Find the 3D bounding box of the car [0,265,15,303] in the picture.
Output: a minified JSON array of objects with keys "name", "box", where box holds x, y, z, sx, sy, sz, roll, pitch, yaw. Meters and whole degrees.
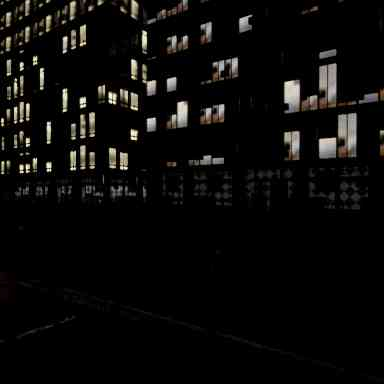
[{"name":"car","box":[-5.491,1.526,6.799,4.829,1.417,1.752,0,0,36]}]
